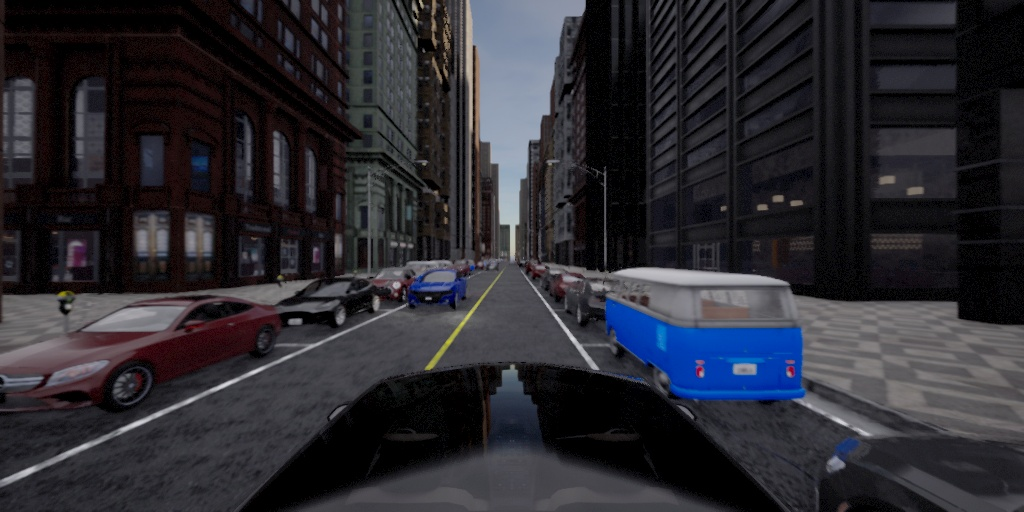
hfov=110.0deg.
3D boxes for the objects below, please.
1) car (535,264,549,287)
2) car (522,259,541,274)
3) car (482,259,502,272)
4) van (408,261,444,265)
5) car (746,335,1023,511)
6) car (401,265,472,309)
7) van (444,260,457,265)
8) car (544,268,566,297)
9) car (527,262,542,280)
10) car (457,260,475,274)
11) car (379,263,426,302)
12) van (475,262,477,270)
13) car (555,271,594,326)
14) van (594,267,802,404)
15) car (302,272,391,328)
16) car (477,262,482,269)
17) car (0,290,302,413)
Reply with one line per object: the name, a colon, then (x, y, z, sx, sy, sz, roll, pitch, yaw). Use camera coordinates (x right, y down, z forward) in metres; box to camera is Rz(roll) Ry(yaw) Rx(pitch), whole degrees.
car: (2.765, 1.443, 23.007, 2.007, 1.370, 4.403, 0, 0, 0)
car: (2.768, 1.367, 45.551, 2.192, 1.841, 5.009, 0, 0, 0)
car: (-3.059, 1.623, 56.104, 2.128, 1.511, 4.902, 0, 0, 0)
van: (-5.760, 1.233, 22.993, 1.690, 1.789, 3.998, 0, 0, 0)
car: (2.763, 1.293, 0.463, 2.007, 1.370, 4.403, 0, 0, 0)
car: (-3.098, 1.320, 15.838, 1.882, 1.535, 5.008, 0, 0, 0)
van: (-5.759, 1.272, 28.629, 1.690, 1.789, 3.998, 0, 0, 0)
car: (2.765, 1.436, 17.371, 1.802, 1.307, 4.207, 0, 0, 0)
car: (2.767, 1.517, 34.279, 1.888, 1.381, 4.507, 0, 0, 0)
car: (-5.758, 1.326, 39.901, 2.192, 1.841, 5.009, 0, 0, 0)
car: (-5.760, 1.293, 17.356, 1.967, 1.591, 4.097, 0, 0, 0)
van: (-5.757, 1.393, 45.537, 1.690, 1.789, 3.998, 0, 0, 0)
car: (2.764, 1.366, 11.735, 2.007, 1.370, 4.403, 0, 0, 0)
van: (2.763, 1.119, 6.099, 1.690, 1.789, 3.998, 0, 0, 0)
car: (-5.761, 1.381, 11.720, 1.948, 1.339, 4.313, 0, 0, 0)
car: (-5.755, 1.725, 62.447, 1.888, 1.381, 4.507, 0, 0, 0)
car: (-5.762, 1.360, 6.084, 1.802, 1.307, 4.207, 0, 0, 0)
